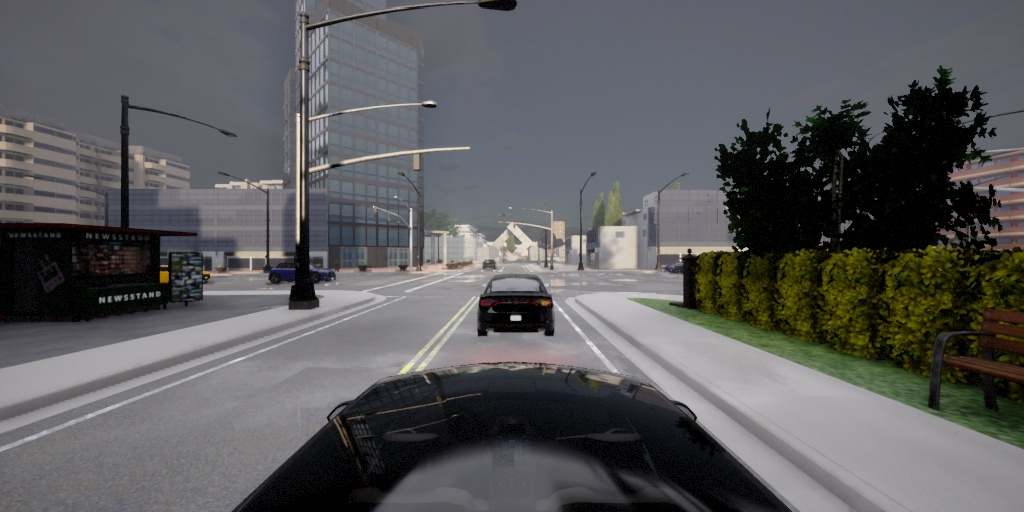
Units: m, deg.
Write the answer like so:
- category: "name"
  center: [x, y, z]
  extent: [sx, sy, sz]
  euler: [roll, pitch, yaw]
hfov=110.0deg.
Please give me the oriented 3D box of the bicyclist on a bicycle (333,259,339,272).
- category: "bicyclist on a bicycle"
  center: [-21.822, 1.216, 44.493]
  extent: [0.582, 1.620, 1.656]
  euler: [-1, 0, 0]

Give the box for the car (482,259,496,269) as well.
- category: "car"
  center: [-3.380, 1.227, 54.216]
  extent: [1.882, 1.535, 5.008]
  euler: [0, 0, 0]

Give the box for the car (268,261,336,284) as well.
- category: "car"
  center: [-16.286, 1.209, 28.038]
  extent: [4.553, 1.767, 2.097]
  euler: [-1, 0, 0]

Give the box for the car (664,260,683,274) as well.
- category: "car"
  center: [18.983, 1.060, 38.869]
  extent: [4.553, 1.767, 2.097]
  euler: [0, 0, 0]

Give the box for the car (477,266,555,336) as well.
- category: "car"
  center: [0.110, 1.228, 10.434]
  extent: [1.882, 1.535, 5.008]
  euler: [0, 0, 1]

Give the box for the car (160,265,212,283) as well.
- category: "car"
  center: [-26.398, 1.454, 28.001]
  extent: [5.008, 1.535, 1.882]
  euler: [-1, 0, 0]
